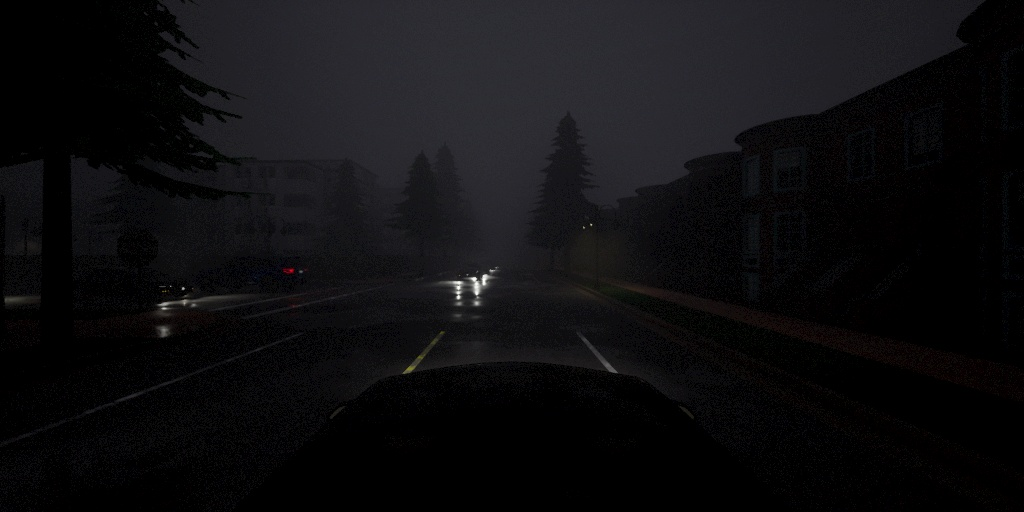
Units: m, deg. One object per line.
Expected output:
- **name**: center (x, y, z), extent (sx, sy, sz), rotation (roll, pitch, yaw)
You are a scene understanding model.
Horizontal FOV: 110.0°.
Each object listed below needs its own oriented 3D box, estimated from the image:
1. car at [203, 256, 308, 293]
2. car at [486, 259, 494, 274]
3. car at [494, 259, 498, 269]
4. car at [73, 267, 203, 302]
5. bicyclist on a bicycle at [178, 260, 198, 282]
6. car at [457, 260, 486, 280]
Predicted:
- **car**: center (-14.855, 0.999, 20.647), extent (5.566, 2.045, 2.150), rotation (0, 0, -1)
- **car**: center (-3.584, 1.256, 41.417), extent (2.128, 1.511, 4.902), rotation (0, 0, 0)
- **car**: center (-3.564, 1.332, 53.159), extent (1.994, 1.385, 4.181), rotation (0, 0, 0)
- **car**: center (-17.805, 1.282, 16.782), extent (4.892, 1.490, 1.837), rotation (0, 0, 0)
- **bicyclist on a bicycle**: center (-23.264, 1.081, 25.793), extent (0.582, 1.620, 1.656), rotation (0, 0, 0)
- **car**: center (-3.587, 1.266, 31.253), extent (1.837, 1.490, 4.892), rotation (0, 0, 0)
